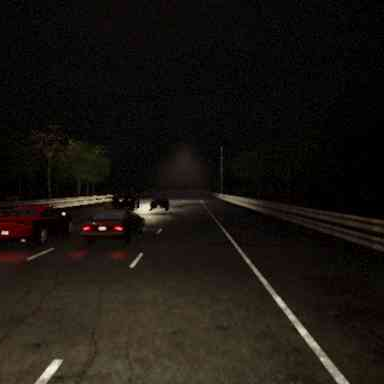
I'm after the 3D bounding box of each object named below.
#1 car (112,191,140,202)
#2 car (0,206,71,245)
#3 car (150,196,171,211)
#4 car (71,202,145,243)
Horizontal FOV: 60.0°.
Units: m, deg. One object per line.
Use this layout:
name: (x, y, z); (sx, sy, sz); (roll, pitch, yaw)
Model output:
car: (-6.894, 0.920, 35.032); (2.150, 2.045, 5.566); (0, 0, 0)
car: (-6.897, 1.348, 14.804); (1.882, 1.535, 5.008); (0, 0, 0)
car: (-3.394, 1.196, 35.968); (1.837, 1.490, 4.892); (0, 0, 0)
car: (-3.400, 1.415, 15.140); (2.033, 1.411, 5.357); (0, 1, 0)
